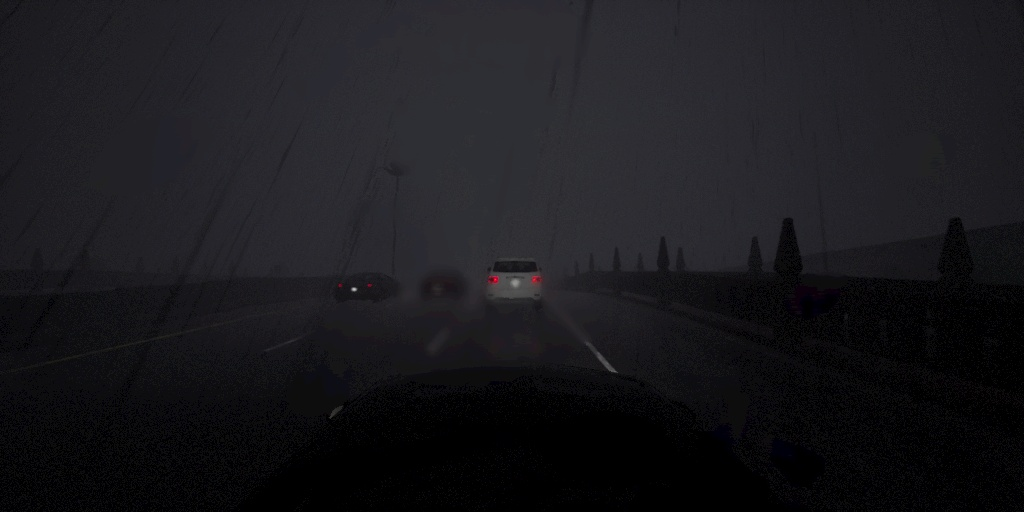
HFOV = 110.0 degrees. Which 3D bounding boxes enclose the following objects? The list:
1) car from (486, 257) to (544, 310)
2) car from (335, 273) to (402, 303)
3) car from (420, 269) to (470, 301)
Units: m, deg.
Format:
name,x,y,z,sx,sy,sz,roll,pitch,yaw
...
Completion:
name,x,y,z,sx,sy,sz,roll,pitch,yaw
car,0.125,1.086,15.324,2.150,2.045,5.566,0,-1,0
car,-6.870,1.499,17.616,1.994,1.385,4.181,0,-2,0
car,-3.369,1.456,18.705,1.882,1.535,5.008,0,-2,0
